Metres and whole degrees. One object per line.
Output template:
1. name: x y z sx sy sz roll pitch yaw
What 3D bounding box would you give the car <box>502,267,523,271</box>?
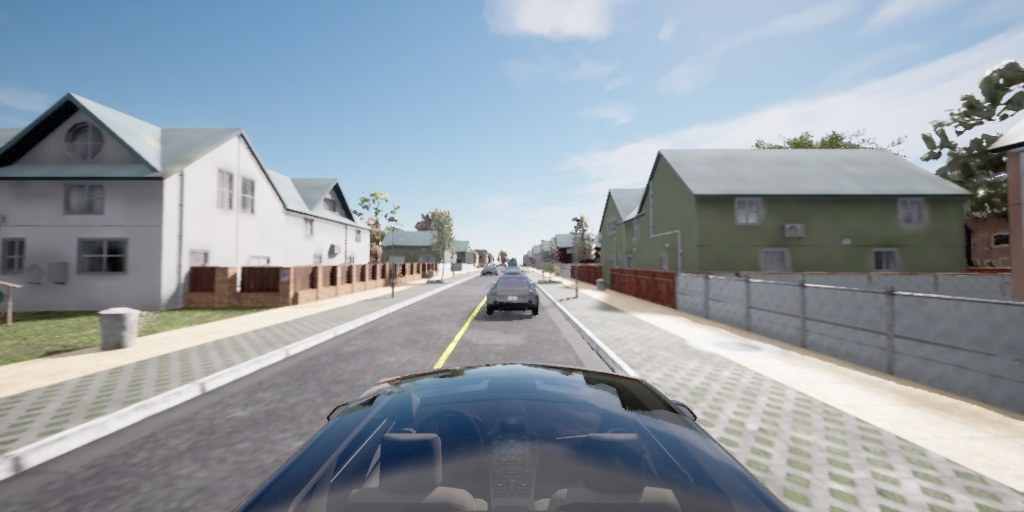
1. car: 0.040 1.618 29.900 1.812 1.442 4.674 0 -1 0

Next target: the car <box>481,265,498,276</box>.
1. car: -2.814 1.879 45.799 1.994 1.385 4.181 0 -1 1

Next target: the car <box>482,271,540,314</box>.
1. car: 0.042 1.462 14.510 1.994 1.385 4.181 0 -1 0
